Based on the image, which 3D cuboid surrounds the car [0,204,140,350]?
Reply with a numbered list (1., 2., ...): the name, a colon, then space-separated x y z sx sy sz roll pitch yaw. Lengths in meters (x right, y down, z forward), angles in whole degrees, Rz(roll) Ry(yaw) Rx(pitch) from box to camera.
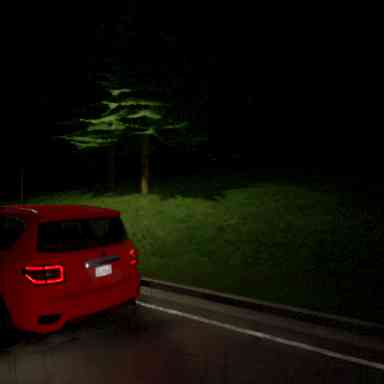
1. car: -3.494 1.253 6.496 5.566 2.045 2.150 0 0 36
